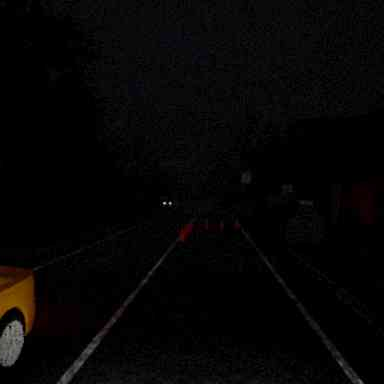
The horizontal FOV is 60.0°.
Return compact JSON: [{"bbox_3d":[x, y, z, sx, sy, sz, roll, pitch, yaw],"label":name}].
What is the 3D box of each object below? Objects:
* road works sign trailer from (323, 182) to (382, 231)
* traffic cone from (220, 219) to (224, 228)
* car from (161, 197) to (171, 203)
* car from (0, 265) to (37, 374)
[{"bbox_3d":[7.959,0.651,17.865,3.560,2.380,2.880,-5,6,-42],"label":"road works sign trailer"},{"bbox_3d":[1.944,2.045,21.492,0.340,0.580,0.340,0,0,4],"label":"traffic cone"},{"bbox_3d":[-6.888,2.020,87.485,1.812,1.442,4.674,-2,0,-17],"label":"car"},{"bbox_3d":[-3.276,1.492,2.830,1.882,1.535,5.008,0,0,2],"label":"car"}]
